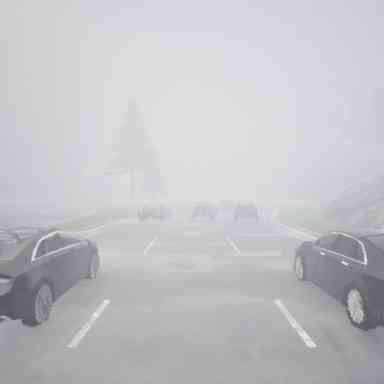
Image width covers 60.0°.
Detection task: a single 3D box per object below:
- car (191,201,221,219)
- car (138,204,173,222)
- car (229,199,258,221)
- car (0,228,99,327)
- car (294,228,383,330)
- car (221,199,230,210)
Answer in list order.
[{"bbox_3d":[1.136,1.526,28.705,1.812,1.442,4.674,0,0,11],"label":"car"},{"bbox_3d":[-2.810,1.601,26.638,1.895,1.301,4.718,0,0,7],"label":"car"},{"bbox_3d":[4.324,1.492,26.910,2.128,1.511,4.902,0,0,8],"label":"car"},{"bbox_3d":[-3.401,1.492,6.992,2.128,1.511,4.902,0,0,0],"label":"car"},{"bbox_3d":[3.599,1.505,6.869,1.837,1.490,4.892,0,0,0],"label":"car"},{"bbox_3d":[4.341,1.526,40.877,1.812,1.442,4.674,0,0,16],"label":"car"}]
